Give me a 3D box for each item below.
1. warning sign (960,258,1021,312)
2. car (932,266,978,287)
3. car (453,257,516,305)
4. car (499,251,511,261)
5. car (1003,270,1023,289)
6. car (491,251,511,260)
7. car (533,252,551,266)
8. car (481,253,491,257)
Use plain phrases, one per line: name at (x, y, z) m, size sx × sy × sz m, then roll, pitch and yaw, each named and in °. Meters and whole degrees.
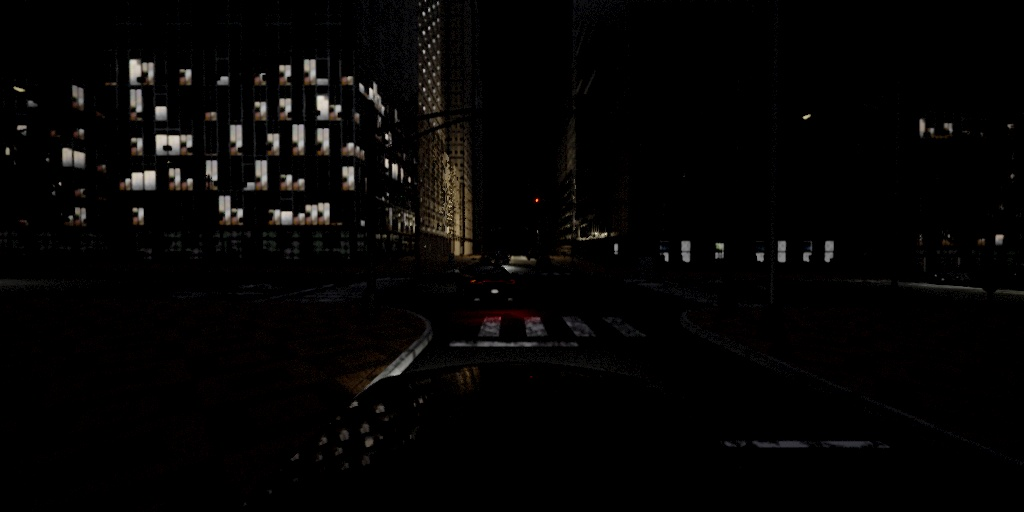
warning sign at (17.325, 1.002, 13.002) m, size 1.060 × 1.860 × 1.300 m, roll 0°, pitch 0°, yaw -2°
car at (33.951, 1.467, 26.398) m, size 4.674 × 1.442 × 1.812 m, roll 1°, pitch 1°, yaw -2°
car at (-1.251, 1.004, 14.715) m, size 1.882 × 1.535 × 5.008 m, roll 1°, pitch 1°, yaw -15°
car at (-1.266, 0.006, 64.777) m, size 2.097 × 1.767 × 4.553 m, roll 0°, pitch 1°, yaw 0°
car at (35.996, 1.256, 23.224) m, size 5.566 × 2.045 × 2.150 m, roll 1°, pitch 1°, yaw -2°
car at (-1.318, 0.448, 47.954) m, size 2.128 × 1.511 × 4.902 m, roll 0°, pitch 1°, yaw 0°
car at (4.130, 0.541, 46.857) m, size 1.948 × 1.339 × 4.313 m, roll 0°, pitch 0°, yaw 0°
car at (-3.799, 0.461, 52.384) m, size 1.802 × 1.307 × 4.207 m, roll 0°, pitch 0°, yaw 0°
